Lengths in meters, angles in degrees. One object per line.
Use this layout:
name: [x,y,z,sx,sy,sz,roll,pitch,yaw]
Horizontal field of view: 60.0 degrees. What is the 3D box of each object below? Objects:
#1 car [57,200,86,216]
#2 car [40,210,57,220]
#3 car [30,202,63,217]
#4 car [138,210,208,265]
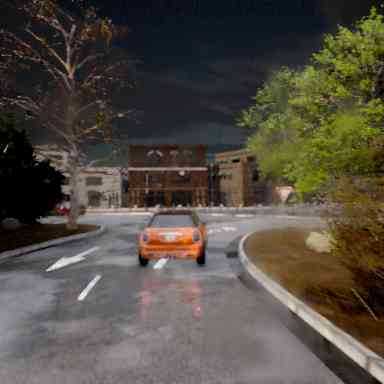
car: [-14.215,1.820,40.007,2.185,1.767,4.553,-2,0,-5]
car: [-16.387,1.968,32.530,5.008,1.535,1.882,-2,0,-5]
car: [-17.236,2.028,39.755,2.097,1.535,5.008,-2,0,-5]
car: [-0.516,1.415,12.138,2.097,1.767,4.553,-1,0,4]
